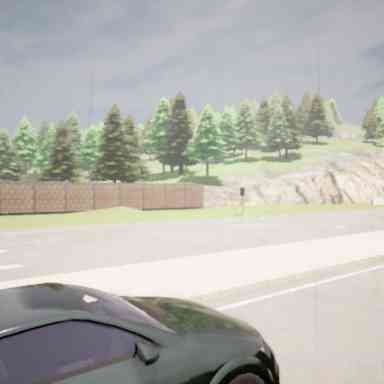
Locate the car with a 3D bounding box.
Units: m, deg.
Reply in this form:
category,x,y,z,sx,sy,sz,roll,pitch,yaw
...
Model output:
category,x,y,z,sx,sy,sz,roll,pitch,yaw
car,-1.161,1.565,2.920,4.181,1.385,1.994,0,0,-35
